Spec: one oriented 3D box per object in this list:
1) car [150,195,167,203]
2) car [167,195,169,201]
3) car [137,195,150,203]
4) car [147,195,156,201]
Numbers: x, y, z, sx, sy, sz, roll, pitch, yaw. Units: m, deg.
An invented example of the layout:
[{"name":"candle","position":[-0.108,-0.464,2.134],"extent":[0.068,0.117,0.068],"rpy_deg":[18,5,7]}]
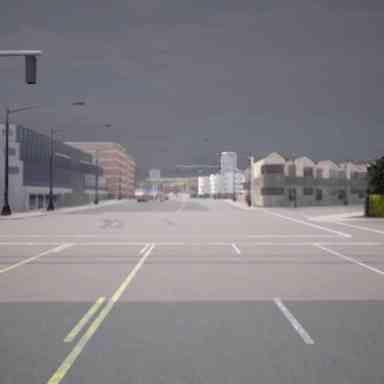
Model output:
[{"name":"car","position":[-6.991,1.413,70.365],"extent":[2.097,1.767,4.553],"rpy_deg":[0,1,0]},{"name":"car","position":[-6.990,1.466,86.187],"extent":[2.033,1.411,5.357],"rpy_deg":[0,0,0]},{"name":"car","position":[-10.491,1.654,70.310],"extent":[1.895,1.301,4.718],"rpy_deg":[0,1,0]},{"name":"car","position":[-10.490,1.522,86.157],"extent":[1.895,1.301,4.718],"rpy_deg":[0,0,0]}]
